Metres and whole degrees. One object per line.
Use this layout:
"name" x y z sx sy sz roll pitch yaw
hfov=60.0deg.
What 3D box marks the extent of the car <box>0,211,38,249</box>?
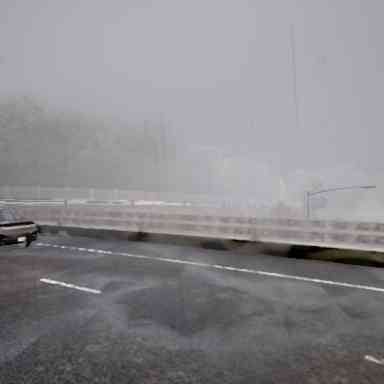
"car" -8.120 1.452 12.847 4.902 1.511 2.128 0 0 28
